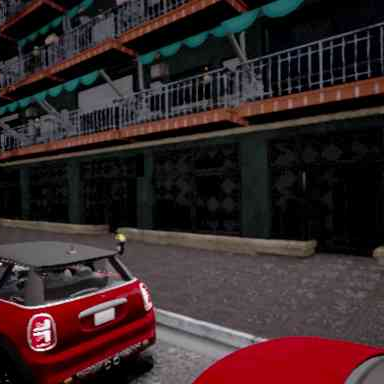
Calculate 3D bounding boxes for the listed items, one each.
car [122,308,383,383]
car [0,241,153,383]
[{"bbox_3d":[1.928,1.512,1.547,4.507,1.381,1.887,-1,0,38],"label":"car"},{"bbox_3d":[-2.533,1.471,4.994,4.097,1.590,1.967,-1,0,38],"label":"car"}]
